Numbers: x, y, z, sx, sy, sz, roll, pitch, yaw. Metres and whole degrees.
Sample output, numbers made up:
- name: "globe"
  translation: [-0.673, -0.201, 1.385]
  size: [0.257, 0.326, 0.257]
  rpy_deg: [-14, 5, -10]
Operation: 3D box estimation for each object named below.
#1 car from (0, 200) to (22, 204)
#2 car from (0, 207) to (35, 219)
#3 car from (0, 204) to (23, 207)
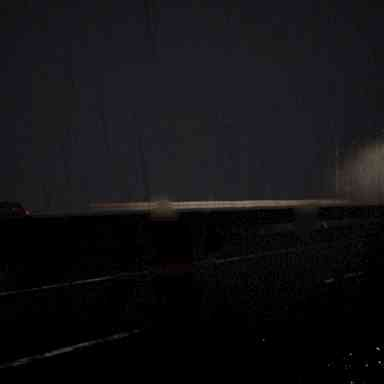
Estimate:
- name: "car"
  translation: [-12.666, 1.350, 20.740]
  size: [4.553, 1.767, 2.097]
  rpy_deg: [0, 0, -35]
- name: "car"
  translation: [-8.741, 1.563, 14.941]
  size: [4.181, 1.385, 1.994]
  rpy_deg: [0, 0, -35]
- name: "car"
  translation: [-11.884, 1.542, 17.007]
  size: [5.357, 1.411, 2.033]
  rpy_deg: [0, 0, -35]
